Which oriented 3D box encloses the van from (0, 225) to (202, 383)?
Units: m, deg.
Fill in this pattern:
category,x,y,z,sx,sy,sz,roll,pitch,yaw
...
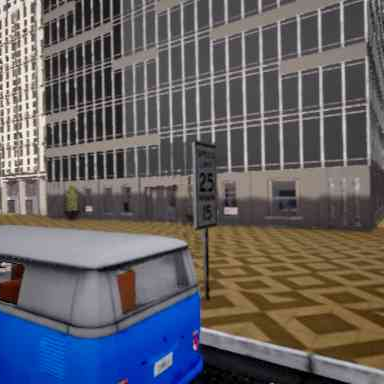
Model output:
category,x,y,z,sx,sy,sz,roll,pitch,yaw
van,-1.828,1.355,4.028,3.998,1.788,1.690,-1,0,32
